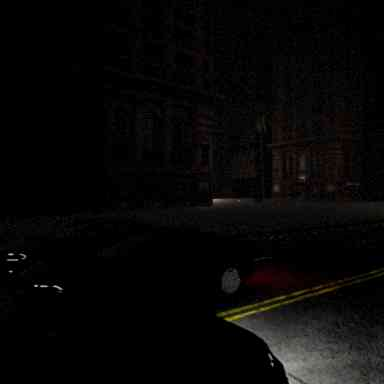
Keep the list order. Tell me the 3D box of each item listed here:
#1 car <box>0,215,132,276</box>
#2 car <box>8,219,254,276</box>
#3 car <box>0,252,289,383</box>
[{"bbox_3d":[-2.769,1.477,9.695,5.008,1.535,1.882,0,0,-35],"label":"car"},{"bbox_3d":[-0.881,1.478,7.049,5.008,1.535,1.882,0,0,-35],"label":"car"},{"bbox_3d":[-1.145,1.564,2.621,4.181,1.385,1.994,0,0,-35],"label":"car"}]
